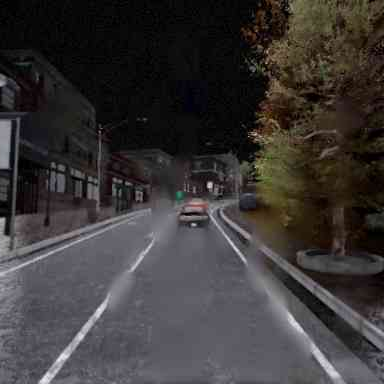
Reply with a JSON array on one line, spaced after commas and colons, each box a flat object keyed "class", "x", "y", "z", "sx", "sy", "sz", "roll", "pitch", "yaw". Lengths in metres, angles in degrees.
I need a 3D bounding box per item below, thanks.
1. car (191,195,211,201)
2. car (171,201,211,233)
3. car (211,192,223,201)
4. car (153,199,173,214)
[{"class": "car", "x": 0.732, "y": 1.407, "z": 38.042, "sx": 2.097, "sy": 1.767, "sz": 4.553, "roll": 0, "pitch": 0, "yaw": 5}, {"class": "car", "x": 0.101, "y": 1.531, "z": 20.163, "sx": 2.128, "sy": 1.511, "sz": 4.902, "roll": 0, "pitch": 0, "yaw": 0}, {"class": "car", "x": 5.638, "y": 1.134, "z": 77.001, "sx": 2.150, "sy": 2.045, "sz": 5.566, "roll": -2, "pitch": 0, "yaw": 20}, {"class": "car", "x": -3.087, "y": 1.588, "z": 36.605, "sx": 1.837, "sy": 1.490, "sz": 4.892, "roll": -1, "pitch": 0, "yaw": 4}]
